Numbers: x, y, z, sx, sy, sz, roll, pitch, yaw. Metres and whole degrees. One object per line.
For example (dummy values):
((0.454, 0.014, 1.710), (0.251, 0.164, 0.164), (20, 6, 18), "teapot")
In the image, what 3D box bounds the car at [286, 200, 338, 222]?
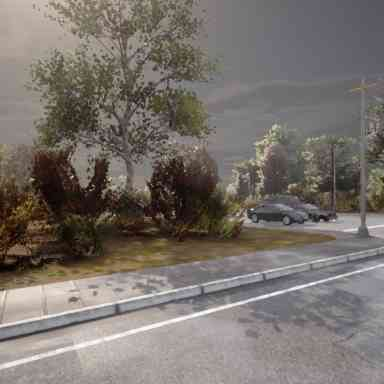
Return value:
((8.988, 1.640, 27.145), (2.033, 1.411, 5.357), (0, -1, -39), "car")

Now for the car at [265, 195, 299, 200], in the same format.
((9.569, 1.418, 37.718), (2.150, 2.045, 5.566), (0, -1, -41), "car")

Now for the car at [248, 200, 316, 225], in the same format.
((6.328, 1.596, 24.820), (1.837, 1.490, 4.892), (0, -1, -39), "car")

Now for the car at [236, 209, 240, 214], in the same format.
((2.361, 1.468, 34.888), (2.150, 2.045, 5.566), (0, -1, -43), "car")
